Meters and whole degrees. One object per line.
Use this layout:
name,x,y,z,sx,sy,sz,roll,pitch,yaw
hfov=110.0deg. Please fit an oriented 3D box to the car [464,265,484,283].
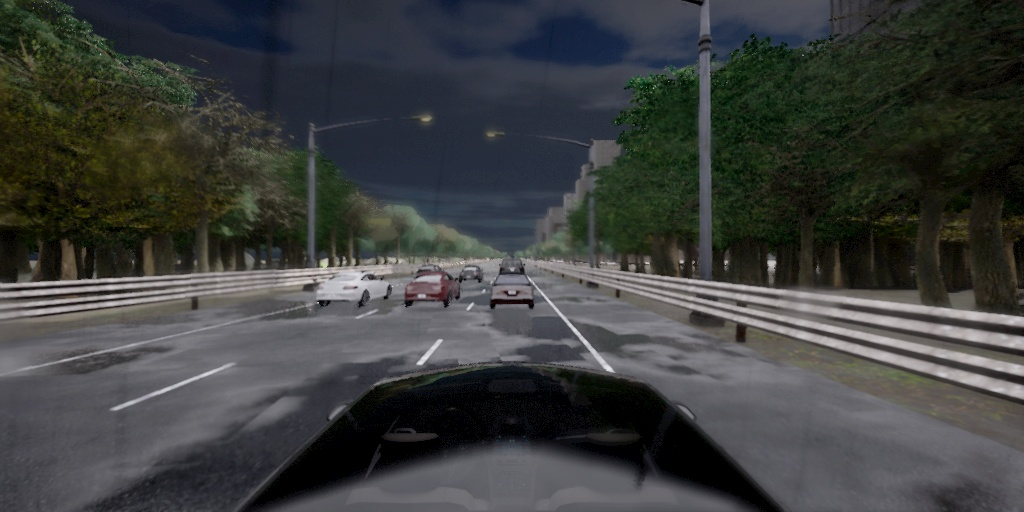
car,-3.495,1.536,31.219,1.812,1.442,4.674,0,0,0

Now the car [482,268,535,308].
car,0.002,1.426,15.835,2.033,1.411,5.357,0,0,0

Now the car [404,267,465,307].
car,-3.494,1.408,16.232,1.812,1.442,4.674,0,0,0

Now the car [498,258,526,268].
car,0.002,1.224,30.867,2.150,2.045,5.566,0,0,0

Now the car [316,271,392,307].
car,-6.994,1.408,16.228,1.812,1.442,4.674,0,0,0

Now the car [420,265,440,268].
car,-6.995,1.517,31.145,1.837,1.490,4.892,0,0,0
